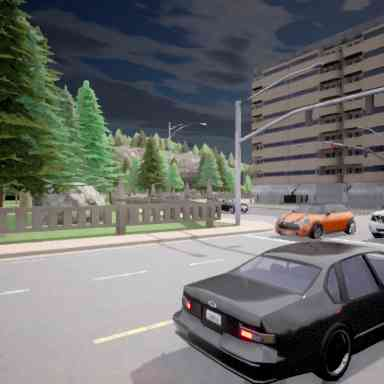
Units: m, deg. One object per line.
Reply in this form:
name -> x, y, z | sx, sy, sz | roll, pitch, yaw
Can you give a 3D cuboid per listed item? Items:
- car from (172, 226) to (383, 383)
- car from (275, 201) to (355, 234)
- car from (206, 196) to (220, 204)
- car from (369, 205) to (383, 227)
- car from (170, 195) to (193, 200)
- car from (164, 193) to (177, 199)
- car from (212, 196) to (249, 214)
car -> 2.312, 1.547, 5.438 | 5.357, 1.411, 2.033 | 0, 0, -35
car -> 6.391, 1.348, 17.153 | 4.553, 1.767, 2.097 | 0, 0, -36
car -> 4.116, 1.492, 64.710 | 2.033, 1.411, 5.357 | 0, 0, 12
car -> 10.812, 1.201, 16.022 | 5.566, 2.045, 2.150 | 0, 0, -35
car -> -0.755, 1.492, 43.586 | 2.033, 1.411, 5.357 | 0, 0, -20
car -> -3.296, 1.167, 54.448 | 2.150, 2.045, 5.566 | 0, 0, -4
car -> 3.877, 1.436, 34.920 | 2.128, 1.511, 4.902 | 0, 0, -32
